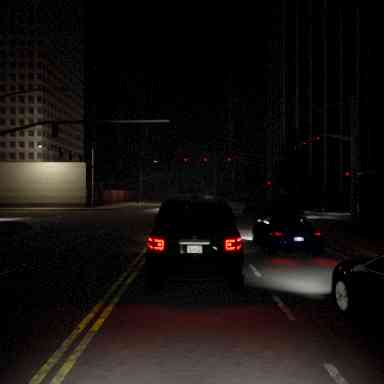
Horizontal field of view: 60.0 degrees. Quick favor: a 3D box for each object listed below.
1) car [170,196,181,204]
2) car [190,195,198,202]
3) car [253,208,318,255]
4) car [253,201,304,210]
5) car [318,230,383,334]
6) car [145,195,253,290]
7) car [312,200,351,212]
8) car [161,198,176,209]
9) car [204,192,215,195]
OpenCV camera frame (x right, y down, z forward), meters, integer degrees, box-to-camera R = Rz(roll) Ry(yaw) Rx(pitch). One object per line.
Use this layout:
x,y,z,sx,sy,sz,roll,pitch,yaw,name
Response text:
-3.190,1.504,63.736,1.837,1.490,4.892,0,0,1,car
0.419,1.358,73.879,1.837,1.490,4.892,0,0,0,car
3.644,1.564,13.267,1.994,1.385,4.181,0,0,1,car
7.312,1.517,29.871,5.357,1.411,2.033,0,0,14,car
3.622,1.505,4.590,1.837,1.490,4.892,0,0,0,car
0.094,1.221,9.226,2.150,2.045,5.566,0,0,1,car
15.835,1.545,36.622,4.718,1.301,1.895,0,0,0,car
-3.318,1.601,47.335,1.895,1.301,4.718,0,0,0,car
3.919,1.083,73.889,2.150,2.045,5.566,0,0,0,car
